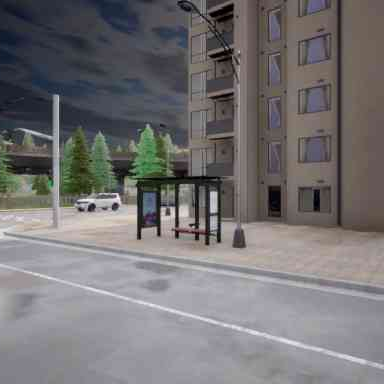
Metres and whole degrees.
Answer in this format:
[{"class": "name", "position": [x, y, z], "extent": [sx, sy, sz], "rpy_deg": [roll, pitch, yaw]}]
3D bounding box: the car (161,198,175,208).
[{"class": "car", "position": [-4.175, 1.492, 46.522], "extent": [2.033, 1.411, 5.357], "rpy_deg": [0, 0, 44]}]

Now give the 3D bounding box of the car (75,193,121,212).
[{"class": "car", "position": [-10.742, 1.166, 38.486], "extent": [2.150, 2.045, 5.566], "rpy_deg": [0, 0, 37]}]
